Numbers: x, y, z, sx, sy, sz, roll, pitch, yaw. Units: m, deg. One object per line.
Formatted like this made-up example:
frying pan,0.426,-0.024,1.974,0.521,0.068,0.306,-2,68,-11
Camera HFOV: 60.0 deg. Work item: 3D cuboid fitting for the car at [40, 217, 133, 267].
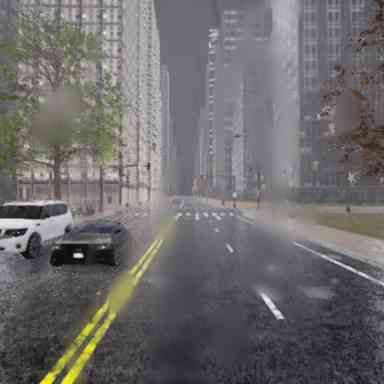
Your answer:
car,-3.350,1.698,11.785,1.994,1.385,4.181,0,-1,0

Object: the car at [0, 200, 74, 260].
car,-6.601,1.374,13.478,2.150,2.045,5.566,0,-1,0

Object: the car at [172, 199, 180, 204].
car,-4.113,2.444,86.729,1.994,1.385,4.181,0,-1,-1
